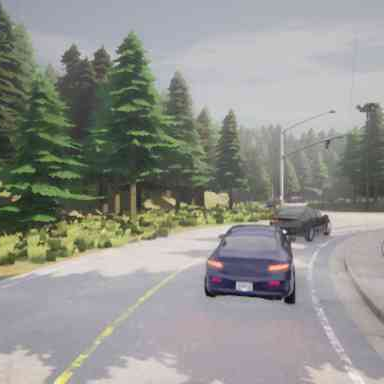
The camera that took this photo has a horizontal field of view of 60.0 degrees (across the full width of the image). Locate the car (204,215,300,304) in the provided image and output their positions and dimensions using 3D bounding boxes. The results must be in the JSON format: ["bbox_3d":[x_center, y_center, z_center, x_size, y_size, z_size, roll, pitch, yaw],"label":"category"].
[{"bbox_3d":[1.541,1.519,8.166,1.812,1.442,4.674,0,0,15],"label":"car"}]

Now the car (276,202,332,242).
[{"bbox_3d":[5.467,1.490,16.535,1.837,1.490,4.892,0,0,37],"label":"car"}]

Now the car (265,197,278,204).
[{"bbox_3d":[11.155,1.491,45.704,1.837,1.490,4.892,-1,0,8],"label":"car"}]

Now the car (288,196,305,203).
[{"bbox_3d":[19.592,1.498,62.489,4.674,1.442,1.812,0,0,-44],"label":"car"}]
